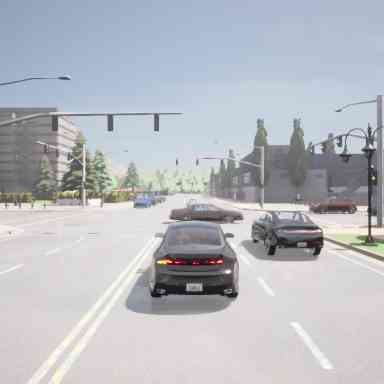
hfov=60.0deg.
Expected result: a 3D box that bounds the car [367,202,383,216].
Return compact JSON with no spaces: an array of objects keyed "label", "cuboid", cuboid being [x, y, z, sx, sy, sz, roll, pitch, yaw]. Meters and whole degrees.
[{"label":"car","cuboid":[19.083,1.505,31.293,4.892,1.490,1.837,0,0,-1]}]

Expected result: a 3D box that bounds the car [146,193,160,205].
[{"label":"car","cuboid":[-7.090,1.477,57.491,1.882,1.535,5.008,0,0,0]}]

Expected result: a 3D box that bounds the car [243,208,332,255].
[{"label":"car","cuboid":[3.582,1.491,13.210,2.128,1.511,4.902,0,0,0]}]

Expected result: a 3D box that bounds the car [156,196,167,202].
[{"label":"car","cuboid":[-7.010,1.552,76.924,1.994,1.385,4.181,0,0,0]}]

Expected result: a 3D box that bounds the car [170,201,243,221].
[{"label":"car","cuboid":[1.003,1.548,24.031,5.357,1.411,2.033,0,0,1]}]

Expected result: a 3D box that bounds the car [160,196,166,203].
[{"label":"car","cuboid":[-7.024,1.491,67.194,2.128,1.511,4.902,0,0,0]}]

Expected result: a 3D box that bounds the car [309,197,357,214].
[{"label":"car","cuboid":[14.643,1.352,34.743,4.553,1.767,2.097,0,0,-1]}]

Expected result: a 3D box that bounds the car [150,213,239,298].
[{"label":"car","cuboid":[0.061,1.505,8.530,1.837,1.490,4.892,0,0,0]}]

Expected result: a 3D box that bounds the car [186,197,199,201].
[{"label":"car","cuboid":[0.100,1.525,48.444,1.812,1.442,4.674,0,0,0]}]

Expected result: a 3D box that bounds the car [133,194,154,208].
[{"label":"car","cuboid":[-7.137,1.477,47.898,1.882,1.535,5.008,0,0,1]}]
